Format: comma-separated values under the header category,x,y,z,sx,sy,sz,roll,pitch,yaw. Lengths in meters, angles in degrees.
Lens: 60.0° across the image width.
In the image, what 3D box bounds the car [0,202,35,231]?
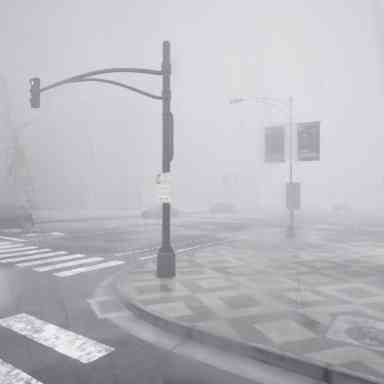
category,x,y,z,sx,sy,sz,roll,pitch,yaw
car,-11.998,1.509,19.929,2.097,1.767,4.553,0,-1,37

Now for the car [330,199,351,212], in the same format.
category,x,y,z,sx,sy,sz,roll,pitch,yaw
car,24.538,2.381,54.115,2.128,1.511,4.902,0,-1,36

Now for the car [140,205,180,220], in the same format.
category,x,y,z,sx,sy,sz,roll,pitch,yaw
car,-3.058,1.942,32.300,1.994,1.385,4.181,0,-1,36

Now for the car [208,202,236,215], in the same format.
category,x,y,z,sx,sy,sz,roll,pitch,yaw
car,3.868,2.057,42.071,1.837,1.490,4.892,0,-1,36
